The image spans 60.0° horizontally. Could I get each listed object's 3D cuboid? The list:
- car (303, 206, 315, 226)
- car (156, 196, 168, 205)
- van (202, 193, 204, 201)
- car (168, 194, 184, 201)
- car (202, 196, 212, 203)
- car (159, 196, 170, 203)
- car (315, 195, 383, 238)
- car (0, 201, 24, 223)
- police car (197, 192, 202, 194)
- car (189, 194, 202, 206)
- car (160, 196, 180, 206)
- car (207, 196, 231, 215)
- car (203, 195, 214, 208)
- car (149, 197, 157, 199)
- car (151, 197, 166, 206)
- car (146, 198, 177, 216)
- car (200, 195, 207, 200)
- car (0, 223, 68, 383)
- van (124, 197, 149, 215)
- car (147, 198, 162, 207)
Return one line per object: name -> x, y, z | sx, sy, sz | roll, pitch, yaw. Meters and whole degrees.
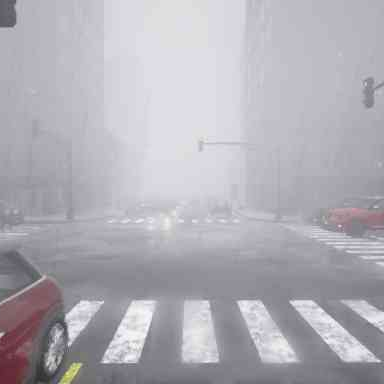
car -> 9.848, 1.229, 20.698 | 5.566, 2.045, 2.150 | 0, 0, 0
car -> -5.559, 1.526, 61.603 | 1.752, 1.417, 4.829 | 0, 0, 0
van -> 2.939, 1.343, 56.068 | 1.690, 1.788, 3.998 | 0, 0, 0
car -> -2.829, 1.550, 53.879 | 2.033, 1.411, 5.357 | 0, 0, 1
car -> 2.996, 1.551, 67.407 | 2.008, 1.369, 4.403 | 0, 0, 0
car -> -5.530, 1.566, 67.441 | 1.947, 1.339, 4.313 | 0, 0, 0
car -> 9.713, 1.234, 17.343 | 5.566, 2.045, 2.150 | 0, 0, -3
car -> -13.018, 1.323, 20.587 | 4.553, 1.767, 2.097 | 0, 0, 0
police car -> 2.754, 1.420, 79.498 | 1.930, 1.638, 5.238 | 0, 0, 0
car -> 0.372, 1.550, 56.141 | 2.033, 1.411, 5.357 | 0, 0, 2
car -> -2.890, 1.603, 43.189 | 1.895, 1.301, 4.718 | 0, 0, 1
car -> 2.828, 1.442, 33.392 | 1.967, 1.590, 4.097 | 0, 0, 0
car -> 2.883, 1.443, 44.730 | 1.967, 1.590, 4.097 | 0, 0, 0
car -> -5.670, 1.442, 39.100 | 1.967, 1.590, 4.097 | 0, 0, 0
car -> -5.586, 1.568, 56.105 | 1.947, 1.339, 4.313 | 0, 0, 0
car -> -2.940, 1.602, 33.206 | 1.895, 1.301, 4.718 | 0, 0, 3
car -> 3.108, 1.557, 90.084 | 1.947, 1.339, 4.313 | 0, 0, 0
car -> -2.751, 1.352, 2.426 | 2.097, 1.767, 4.553 | 0, 0, 3
van -> -5.698, 1.343, 33.431 | 1.690, 1.788, 3.998 | 0, 0, 0
car -> -5.614, 1.584, 50.436 | 1.802, 1.307, 4.206 | 0, 0, 0
